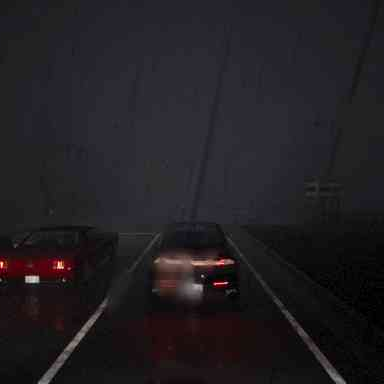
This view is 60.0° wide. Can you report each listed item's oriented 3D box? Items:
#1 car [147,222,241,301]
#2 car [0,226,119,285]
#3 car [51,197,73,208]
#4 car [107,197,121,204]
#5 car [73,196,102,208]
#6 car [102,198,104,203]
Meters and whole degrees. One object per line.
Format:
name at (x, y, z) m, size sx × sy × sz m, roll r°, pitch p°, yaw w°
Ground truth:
car at (0.060, 1.492, 8.329) m, size 2.128 × 1.511 × 4.902 m, roll 0°, pitch 0°, yaw 0°
car at (-3.432, 1.601, 9.415) m, size 1.895 × 1.301 × 4.718 m, roll 0°, pitch 0°, yaw 0°
car at (-18.573, 1.477, 47.942) m, size 1.882 × 1.535 × 5.008 m, roll 0°, pitch 0°, yaw 0°
car at (-15.015, 1.564, 64.234) m, size 1.994 × 1.385 × 4.181 m, roll 0°, pitch 0°, yaw 0°
car at (-15.071, 1.352, 48.141) m, size 2.097 × 1.767 × 4.553 m, roll 0°, pitch 0°, yaw 0°
car at (-18.499, 1.525, 64.525) m, size 1.812 × 1.442 × 4.674 m, roll 0°, pitch 0°, yaw 0°
